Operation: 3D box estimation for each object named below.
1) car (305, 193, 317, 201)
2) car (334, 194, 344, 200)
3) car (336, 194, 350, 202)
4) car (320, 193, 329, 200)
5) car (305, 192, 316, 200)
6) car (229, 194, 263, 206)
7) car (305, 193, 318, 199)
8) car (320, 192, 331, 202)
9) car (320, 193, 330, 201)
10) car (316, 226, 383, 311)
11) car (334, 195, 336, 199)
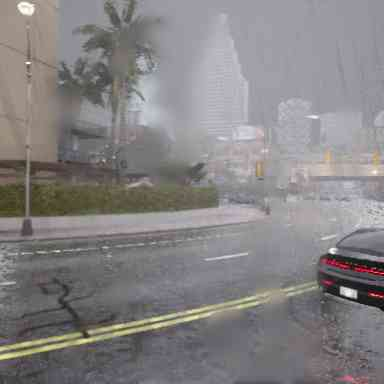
[{"bbox_3d":[25.345,1.070,71.062,2.097,1.535,5.008,1,1,21],"label":"car"},{"bbox_3d":[37.836,1.184,85.853,2.033,1.411,5.357,1,1,21],"label":"car"},{"bbox_3d":[30.943,1.333,67.792,1.895,1.301,4.718,1,1,21],"label":"car"},{"bbox_3d":[34.195,1.097,86.127,2.128,1.511,4.902,1,1,21],"label":"car"},{"bbox_3d":[27.507,0.910,77.113,2.185,1.767,4.553,1,1,21],"label":"car"},{"bbox_3d":[7.352,1.068,44.657,4.902,1.511,2.128,1,1,28],"label":"car"},{"bbox_3d":[31.377,0.986,87.170,2.231,1.521,4.892,2,1,31],"label":"car"},{"bbox_3d":[27.498,1.215,68.574,1.994,1.385,4.181,1,1,21],"label":"car"},{"bbox_3d":[30.586,1.146,76.669,2.128,1.511,4.902,1,1,21],"label":"car"},{"bbox_3d":[4.659,1.497,7.213,4.892,1.490,1.837,0,1,-37],"label":"car"},{"bbox_3d":[34.087,1.248,76.030,1.994,1.385,4.181,1,1,21],"label":"car"}]
